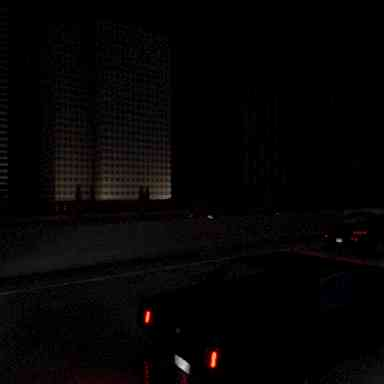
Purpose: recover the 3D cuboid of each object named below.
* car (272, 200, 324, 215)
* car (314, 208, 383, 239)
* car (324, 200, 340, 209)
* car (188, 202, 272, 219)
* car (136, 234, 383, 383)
[{"bbox_3d":[8.023,1.534,26.916,5.357,1.411,2.033,0,0,-36],"label":"car"},{"bbox_3d":[7.077,1.518,13.096,4.674,1.442,1.812,0,0,-36],"label":"car"},{"bbox_3d":[13.407,1.530,35.056,5.357,1.411,2.033,0,0,-35],"label":"car"},{"bbox_3d":[1.874,1.345,18.229,4.553,1.767,2.097,0,0,-36],"label":"car"},{"bbox_3d":[1.698,1.598,4.958,4.718,1.301,1.895,0,0,-36],"label":"car"}]
